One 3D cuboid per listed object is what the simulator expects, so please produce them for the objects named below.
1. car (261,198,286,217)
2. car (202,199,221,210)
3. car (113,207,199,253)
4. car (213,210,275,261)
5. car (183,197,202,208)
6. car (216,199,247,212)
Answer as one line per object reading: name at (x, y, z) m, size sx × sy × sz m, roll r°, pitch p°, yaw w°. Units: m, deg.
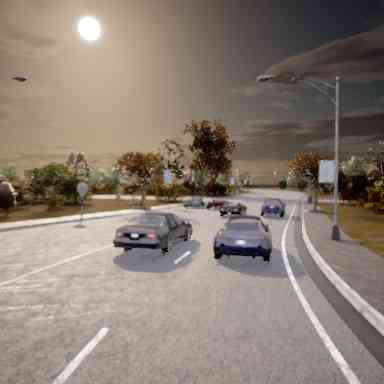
car at (8.078, 1.396, 32.847) m, size 2.097 × 1.767 × 4.553 m, roll 1°, pitch 1°, yaw 18°
car at (3.119, 1.496, 40.812) m, size 1.895 × 1.301 × 4.718 m, roll 1°, pitch 1°, yaw 18°
car at (-1.395, 1.564, 13.927) m, size 2.033 × 1.411 × 5.357 m, roll 1°, pitch 0°, yaw 13°
car at (2.034, 1.620, 12.787) m, size 1.994 × 1.385 × 4.181 m, roll 1°, pitch 0°, yaw 13°
car at (0.338, 1.394, 43.524) m, size 1.994 × 1.385 × 4.181 m, roll 1°, pitch 1°, yaw 18°
car at (4.011, 1.617, 31.717) m, size 1.895 × 1.301 × 4.718 m, roll 1°, pitch 1°, yaw 18°
